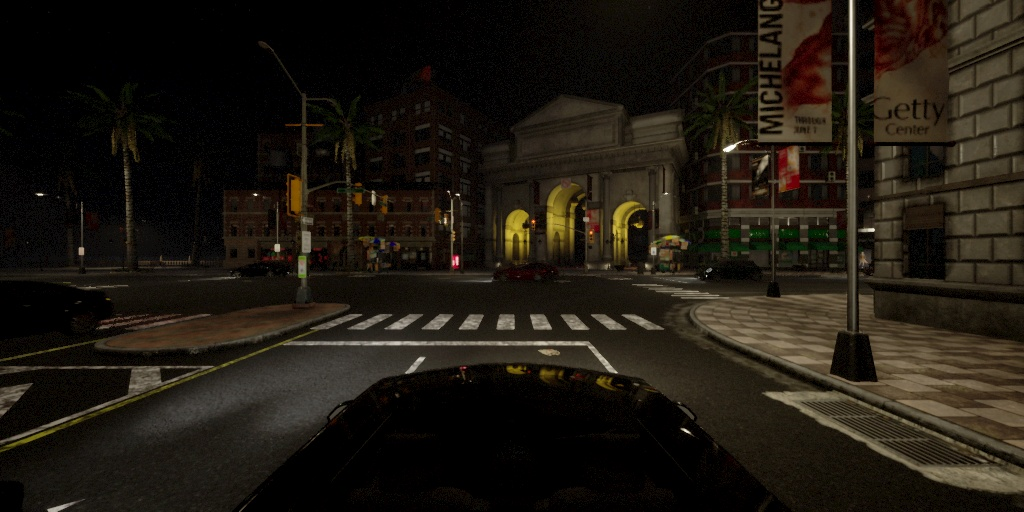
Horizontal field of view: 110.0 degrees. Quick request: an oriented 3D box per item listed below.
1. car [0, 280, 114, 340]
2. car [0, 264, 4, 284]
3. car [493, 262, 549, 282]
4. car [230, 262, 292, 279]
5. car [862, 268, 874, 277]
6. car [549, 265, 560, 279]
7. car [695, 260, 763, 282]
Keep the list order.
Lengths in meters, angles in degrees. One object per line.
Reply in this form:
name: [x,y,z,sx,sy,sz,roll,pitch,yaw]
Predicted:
car: [-11.566,1.276,7.640,1.812,1.442,4.674,0,0,0]
car: [-39.480,1.297,24.978,5.357,1.411,2.033,0,0,0]
car: [0.581,1.314,28.422,4.181,1.385,1.994,0,0,0]
car: [-22.398,1.255,32.064,4.892,1.490,1.837,0,0,0]
car: [34.045,1.351,31.582,4.718,1.301,1.895,0,0,2]
car: [1.875,1.276,31.914,4.674,1.442,1.812,0,0,0]
car: [17.024,1.102,28.307,4.553,1.767,2.097,0,0,0]
